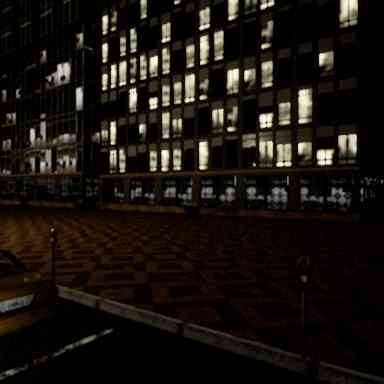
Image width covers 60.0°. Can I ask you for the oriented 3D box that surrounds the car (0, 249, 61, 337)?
[{"bbox_3d":[-4.310,1.504,5.963,4.829,1.417,1.752,0,0,36],"label":"car"}]
